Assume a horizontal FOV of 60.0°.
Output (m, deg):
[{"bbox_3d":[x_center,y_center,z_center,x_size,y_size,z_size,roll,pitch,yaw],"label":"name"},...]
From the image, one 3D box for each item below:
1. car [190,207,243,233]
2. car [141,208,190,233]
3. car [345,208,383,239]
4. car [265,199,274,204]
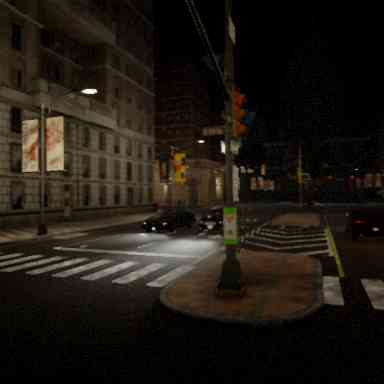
[{"bbox_3d":[1.890,1.719,20.999,2.128,1.511,4.902,-1,-1,21],"label":"car"},{"bbox_3d":[-1.338,1.822,22.358,2.033,1.411,5.357,-1,-1,21],"label":"car"},{"bbox_3d":[9.393,1.595,17.752,1.882,1.535,5.008,-1,-1,21],"label":"car"},{"bbox_3d":[20.541,2.413,88.432,1.895,1.301,4.718,-1,-1,21],"label":"car"}]
